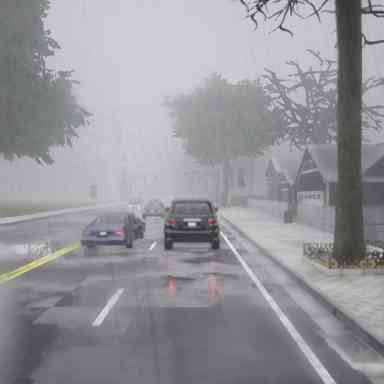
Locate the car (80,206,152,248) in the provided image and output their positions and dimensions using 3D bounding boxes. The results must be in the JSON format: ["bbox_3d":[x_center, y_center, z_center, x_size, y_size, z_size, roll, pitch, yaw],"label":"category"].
[{"bbox_3d":[-3.249,1.570,14.652,2.033,1.411,5.357,0,0,0],"label":"car"}]

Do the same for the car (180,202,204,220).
[{"bbox_3d":[0.001,1.640,29.683,1.895,1.301,4.718,0,0,0],"label":"car"}]

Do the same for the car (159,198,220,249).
[{"bbox_3d":[0.001,1.265,14.683,2.150,2.045,5.566,0,0,0],"label":"car"}]

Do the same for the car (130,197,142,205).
[{"bbox_3d":[-9.748,1.623,58.658,1.837,1.490,4.892,0,0,0],"label":"car"}]

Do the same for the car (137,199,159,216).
[{"bbox_3d":[-3.249,1.587,29.654,2.033,1.411,5.357,0,0,0],"label":"car"}]
